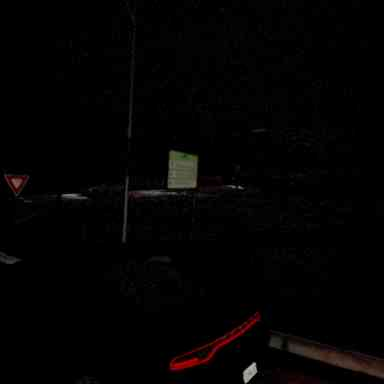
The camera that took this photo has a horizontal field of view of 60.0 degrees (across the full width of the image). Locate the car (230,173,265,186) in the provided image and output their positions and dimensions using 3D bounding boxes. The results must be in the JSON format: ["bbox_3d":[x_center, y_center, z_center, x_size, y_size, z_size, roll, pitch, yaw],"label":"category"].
[{"bbox_3d":[8.188,-1.636,49.320,4.181,1.385,1.994,-4,7,-36],"label":"car"}]

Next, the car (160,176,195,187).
[{"bbox_3d":[-2.089,-1.496,47.679,4.674,1.452,2.002,2,5,29],"label":"car"}]

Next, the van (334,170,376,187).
[{"bbox_3d":[21.968,-1.573,45.072,4.442,1.987,1.878,4,7,31],"label":"van"}]

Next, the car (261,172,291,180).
[{"bbox_3d":[15.841,-3.052,62.894,5.008,1.535,2.097,2,5,30],"label":"car"}]

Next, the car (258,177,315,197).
[{"bbox_3d":[10.135,-0.419,35.848,5.008,1.535,2.097,4,7,31],"label":"car"}]

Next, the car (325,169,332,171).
[{"bbox_3d":[27.067,-3.990,72.302,5.008,1.535,2.097,2,6,30],"label":"car"}]

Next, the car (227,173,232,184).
[{"bbox_3d":[4.611,-2.077,53.413,4.792,1.488,2.163,2,6,30],"label":"car"}]

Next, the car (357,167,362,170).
[{"bbox_3d":[38.309,-4.863,81.686,5.008,1.535,2.097,2,5,30],"label":"car"}]

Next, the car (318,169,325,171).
[{"bbox_3d":[24.820,-3.801,70.419,4.892,1.521,2.231,2,6,30],"label":"car"}]

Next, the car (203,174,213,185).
[{"bbox_3d":[0.179,-1.696,49.574,4.792,1.488,2.163,2,5,29],"label":"car"}]

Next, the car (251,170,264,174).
[{"bbox_3d":[9.123,-2.486,57.214,5.008,1.535,2.097,2,5,30],"label":"car"}]

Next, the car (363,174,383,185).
[{"bbox_3d":[28.910,-1.890,50.778,4.792,1.488,2.163,4,7,31],"label":"car"}]

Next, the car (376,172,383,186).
[{"bbox_3d":[26.554,-1.730,48.894,4.892,1.521,2.231,4,7,31],"label":"car"}]

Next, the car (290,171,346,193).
[{"bbox_3d":[14.801,-1.044,39.548,5.566,2.045,2.435,4,7,31],"label":"car"}]

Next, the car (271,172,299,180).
[{"bbox_3d":[18.112,-3.209,64.763,4.792,1.488,2.163,2,5,30],"label":"car"}]

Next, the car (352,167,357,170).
[{"bbox_3d":[36.066,-4.701,79.805,5.008,1.535,2.097,2,6,30],"label":"car"}]

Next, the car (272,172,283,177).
[{"bbox_3d":[13.768,-2.860,60.905,5.366,1.575,1.946,2,5,30],"label":"car"}]

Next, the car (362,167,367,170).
[{"bbox_3d":[40.410,-5.031,83.646,5.366,1.575,1.946,2,5,30],"label":"car"}]

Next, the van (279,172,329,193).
[{"bbox_3d":[12.584,-0.824,37.622,4.442,1.987,1.878,4,7,31],"label":"van"}]

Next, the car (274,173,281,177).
[{"bbox_3d":[13.837,-1.316,44.764,1.882,1.535,5.008,-4,6,-30],"label":"car"}]

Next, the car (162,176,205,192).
[{"bbox_3d":[-1.248,-0.959,41.681,5.008,1.535,1.882,-5,7,-40],"label":"car"}]

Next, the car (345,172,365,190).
[{"bbox_3d":[19.494,-1.294,43.292,4.553,1.767,2.185,4,7,31],"label":"car"}]

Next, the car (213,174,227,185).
[{"bbox_3d":[2.418,-2.040,51.462,4.553,1.767,2.185,2,6,29],"label":"car"}]

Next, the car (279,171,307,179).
[{"bbox_3d":[20.324,-3.428,66.668,5.008,1.535,2.097,2,5,30],"label":"car"}]

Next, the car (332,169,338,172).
[{"bbox_3d":[29.334,-4.299,74.156,4.553,1.767,2.185,2,6,30],"label":"car"}]

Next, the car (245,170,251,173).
[{"bbox_3d":[6.905,-2.419,55.274,4.553,1.767,2.185,2,6,30],"label":"car"}]

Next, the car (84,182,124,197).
[{"bbox_3d":[-9.002,-0.340,35.121,4.674,1.442,1.812,-3,6,-39],"label":"car"}]

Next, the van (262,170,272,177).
[{"bbox_3d":[11.263,-2.903,59.144,4.442,1.987,1.878,2,6,30],"label":"van"}]

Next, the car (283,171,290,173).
[{"bbox_3d":[18.010,-2.390,56.423,4.674,1.442,1.812,-4,7,-39],"label":"car"}]

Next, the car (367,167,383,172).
[{"bbox_3d":[31.247,-2.360,52.646,5.566,2.045,2.435,4,7,30],"label":"car"}]

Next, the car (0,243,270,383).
[{"bbox_3d":[-1.480,1.451,4.485,5.008,1.535,1.882,1,1,36],"label":"car"}]
